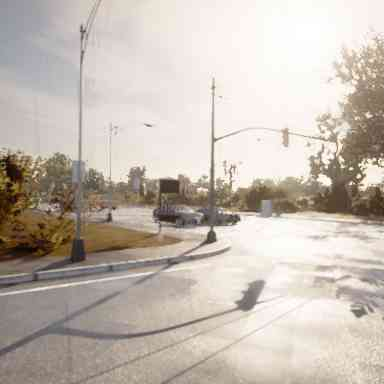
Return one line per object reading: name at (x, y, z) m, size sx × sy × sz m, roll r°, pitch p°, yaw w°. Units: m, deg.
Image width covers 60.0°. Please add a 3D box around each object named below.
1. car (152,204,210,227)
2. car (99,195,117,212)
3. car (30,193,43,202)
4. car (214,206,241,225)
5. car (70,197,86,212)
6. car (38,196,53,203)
car at (-1.072, 1.673, 24.495) m, size 2.128 × 1.511 × 4.902 m, roll 1°, pitch 0°, yaw -39°
car at (-11.811, 1.436, 43.493) m, size 2.150 × 2.045 × 5.566 m, roll 1°, pitch 0°, yaw -39°
car at (-40.237, 1.394, 86.139) m, size 2.150 × 2.045 × 5.566 m, roll 1°, pitch -1°, yaw -35°
car at (1.896, 1.793, 26.387) m, size 1.994 × 1.385 × 4.181 m, roll 1°, pitch 0°, yaw -39°
car at (-14.750, 1.388, 41.561) m, size 2.150 × 2.045 × 5.566 m, roll 1°, pitch 0°, yaw -39°
car at (-34.106, 1.778, 77.750) m, size 2.033 × 1.411 × 5.357 m, roll 1°, pitch -1°, yaw -37°
